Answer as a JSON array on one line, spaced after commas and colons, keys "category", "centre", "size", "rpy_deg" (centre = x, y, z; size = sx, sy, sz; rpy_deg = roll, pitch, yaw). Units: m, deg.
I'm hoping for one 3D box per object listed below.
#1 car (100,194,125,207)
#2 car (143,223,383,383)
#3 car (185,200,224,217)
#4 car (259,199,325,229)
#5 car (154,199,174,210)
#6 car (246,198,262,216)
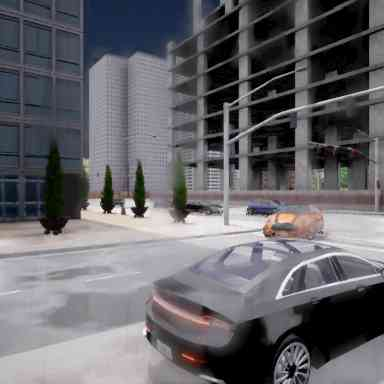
[{"category": "car", "centre": [-12.342, 1.277, 51.466], "size": [2.150, 2.045, 5.566], "rpy_deg": [0, 0, -36]}, {"category": "car", "centre": [1.662, 1.492, 5.040], "size": [4.902, 1.511, 2.128], "rpy_deg": [0, 0, -36]}, {"category": "car", "centre": [1.278, 1.547, 32.693], "size": [2.128, 1.511, 4.902], "rpy_deg": [0, 0, -36]}, {"category": "car", "centre": [5.355, 1.356, 17.011], "size": [2.097, 1.767, 4.553], "rpy_deg": [-1, -1, 31]}, {"category": "car", "centre": [-3.481, 1.619, 45.197], "size": [1.994, 1.385, 4.181], "rpy_deg": [0, 0, -36]}, {"category": "car", "centre": [7.237, 1.408, 30.698], "size": [2.097, 1.767, 4.553], "rpy_deg": [0, 0, -39]}]
